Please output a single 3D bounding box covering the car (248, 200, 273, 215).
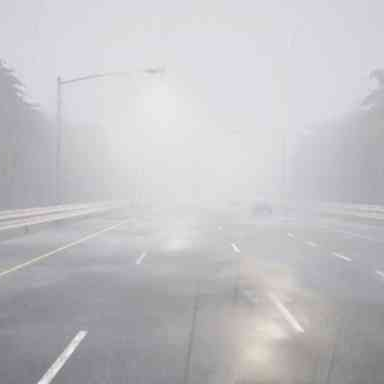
[{"bbox_3d":[7.065,1.608,34.699,1.837,1.490,4.892,0,0,0],"label":"car"}]

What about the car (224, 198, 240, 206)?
[{"bbox_3d":[7.179,1.744,57.431,2.033,1.411,5.357,0,0,0],"label":"car"}]

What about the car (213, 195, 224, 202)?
[{"bbox_3d":[7.417,1.677,87.546,2.097,1.767,4.553,0,0,1],"label":"car"}]
